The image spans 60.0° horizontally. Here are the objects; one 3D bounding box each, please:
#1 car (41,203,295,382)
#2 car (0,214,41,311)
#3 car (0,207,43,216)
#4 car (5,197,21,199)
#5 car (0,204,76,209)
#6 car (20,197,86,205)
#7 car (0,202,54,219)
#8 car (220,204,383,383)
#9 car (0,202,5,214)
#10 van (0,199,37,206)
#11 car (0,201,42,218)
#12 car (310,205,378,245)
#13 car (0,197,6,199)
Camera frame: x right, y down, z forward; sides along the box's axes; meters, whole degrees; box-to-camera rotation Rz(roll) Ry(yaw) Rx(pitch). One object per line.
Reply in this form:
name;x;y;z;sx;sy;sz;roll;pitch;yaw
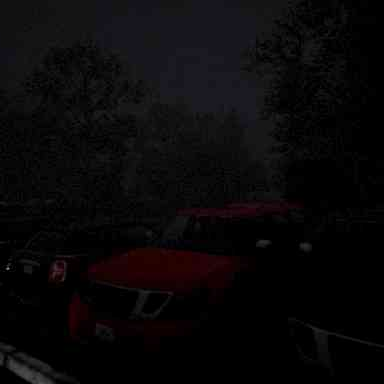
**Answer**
car;0.593;1.257;6.073;2.435;2.045;5.566;-1;0;35
car;-1.691;1.411;7.695;2.185;1.767;4.553;-1;0;35
car;-3.976;1.440;9.319;2.185;1.767;4.553;-1;0;35
car;-14.851;1.547;33.108;2.435;2.045;5.566;-1;0;35
car;-6.224;1.468;10.995;2.185;1.767;4.553;-1;0;35
car;-12.681;1.520;31.566;2.435;2.045;5.566;-1;0;35
car;-17.202;1.869;34.813;2.002;1.452;4.674;-1;0;35
car;2.877;1.228;4.448;2.435;2.045;5.566;-1;0;35
car;-26.193;1.996;41.176;2.163;1.488;4.792;-1;-1;35
van;-8.595;1.396;12.500;1.878;1.987;4.442;-1;0;35
car;-19.372;1.861;36.353;2.097;1.535;5.008;-1;0;35
car;7.894;1.516;16.973;2.231;1.521;4.892;-1;0;35
car;-21.658;1.642;37.952;2.435;2.045;5.566;-1;-1;35
